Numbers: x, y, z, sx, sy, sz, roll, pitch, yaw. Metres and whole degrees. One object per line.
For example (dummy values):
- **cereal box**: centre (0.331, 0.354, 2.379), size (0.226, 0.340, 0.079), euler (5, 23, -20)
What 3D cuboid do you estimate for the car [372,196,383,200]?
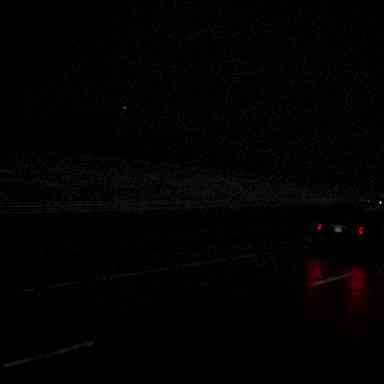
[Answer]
- **car**: centre (28.745, 1.451, 50.715), size (4.553, 1.767, 2.097), euler (0, 0, -36)

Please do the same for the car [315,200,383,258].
- **car**: centre (6.920, 1.366, 13.020), size (4.553, 1.767, 2.097), euler (0, 0, -35)
